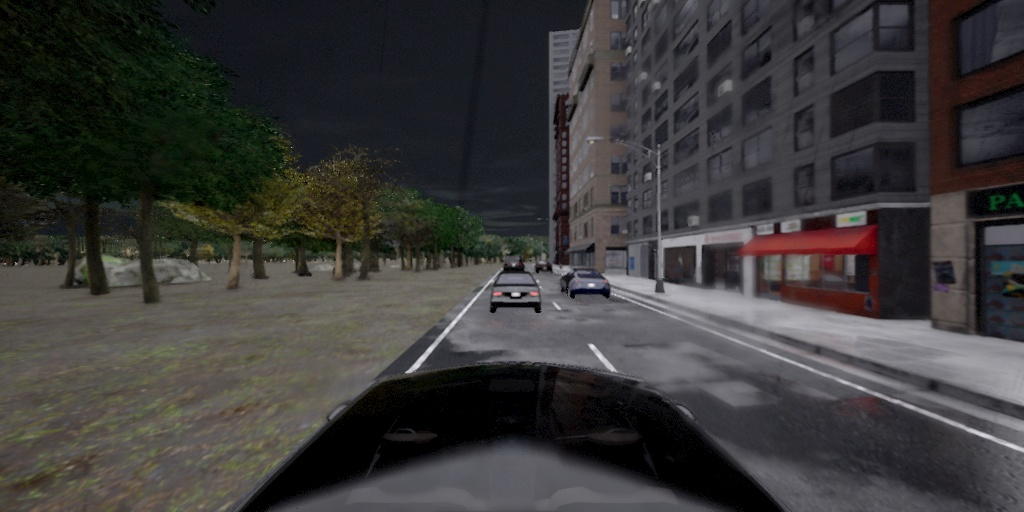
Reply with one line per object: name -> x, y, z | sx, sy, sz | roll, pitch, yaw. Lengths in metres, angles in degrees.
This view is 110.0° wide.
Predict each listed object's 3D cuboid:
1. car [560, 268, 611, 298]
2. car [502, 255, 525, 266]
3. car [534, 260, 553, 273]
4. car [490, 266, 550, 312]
car -> 3.640, 1.301, 18.415 | 1.994, 1.385, 4.181 | 0, 0, 0
car -> 0.187, 0.963, 36.832 | 2.150, 2.045, 5.566 | 0, 0, 0
car -> 3.714, 1.248, 42.834 | 1.882, 1.535, 5.008 | 0, 0, 0
car -> 0.129, 1.289, 14.071 | 2.033, 1.411, 5.357 | 0, 0, 0
